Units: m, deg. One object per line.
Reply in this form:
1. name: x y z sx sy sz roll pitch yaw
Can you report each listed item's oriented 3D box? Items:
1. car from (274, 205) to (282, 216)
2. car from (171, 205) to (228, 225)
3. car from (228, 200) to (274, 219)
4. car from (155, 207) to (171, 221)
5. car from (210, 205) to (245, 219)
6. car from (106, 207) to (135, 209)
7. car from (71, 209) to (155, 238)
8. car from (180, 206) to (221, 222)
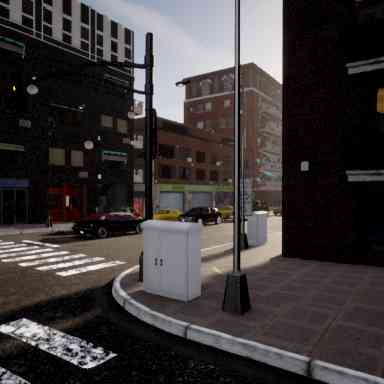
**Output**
1. car: 12.518 2.394 44.189 2.033 1.411 5.357 0 -1 35
2. car: 0.717 1.962 27.324 1.837 1.490 4.892 0 -1 35
3. car: 6.396 1.866 35.473 2.150 2.045 5.566 0 -1 35
4. car: -2.337 1.944 27.501 1.752 1.417 4.829 -1 -2 35
5. car: 3.979 2.153 36.565 1.752 1.417 4.829 -1 -2 35
6. car: -5.397 1.758 23.112 1.967 1.590 4.097 -1 -2 35
7. car: -4.645 1.881 19.634 1.895 1.301 4.718 0 -1 35
8. car: 0.918 2.092 32.172 1.947 1.339 4.313 -1 -2 35
